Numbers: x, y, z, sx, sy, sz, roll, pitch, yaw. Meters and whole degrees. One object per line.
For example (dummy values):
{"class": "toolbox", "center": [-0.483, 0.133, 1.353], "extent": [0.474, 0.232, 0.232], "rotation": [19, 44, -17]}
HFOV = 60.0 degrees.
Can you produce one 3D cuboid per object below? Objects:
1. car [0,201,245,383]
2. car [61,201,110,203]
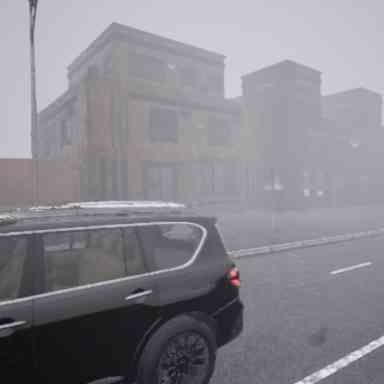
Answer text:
{"class": "car", "center": [-1.934, 1.223, 3.427], "extent": [5.566, 2.045, 2.150], "rotation": [0, 0, -36]}
{"class": "car", "center": [-2.423, 1.223, 6.524], "extent": [5.566, 2.045, 2.150], "rotation": [0, 0, -36]}
